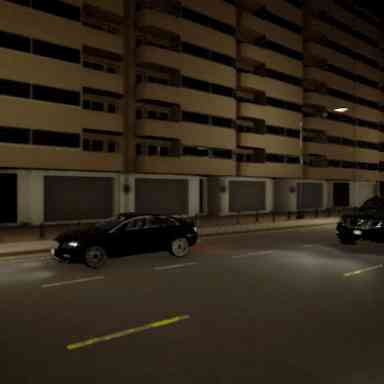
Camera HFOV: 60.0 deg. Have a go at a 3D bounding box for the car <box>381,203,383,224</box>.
[{"bbox_3d":[15.284,1.483,23.225,4.674,1.442,1.812,0,0,-35],"label":"car"}]

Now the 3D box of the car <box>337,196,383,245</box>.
[{"bbox_3d":[8.506,1.184,14.150,5.566,2.045,2.150,0,0,-35],"label":"car"}]

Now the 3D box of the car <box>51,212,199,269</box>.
[{"bbox_3d":[-2.051,1.449,11.106,4.902,1.511,2.128,0,0,-35],"label":"car"}]
